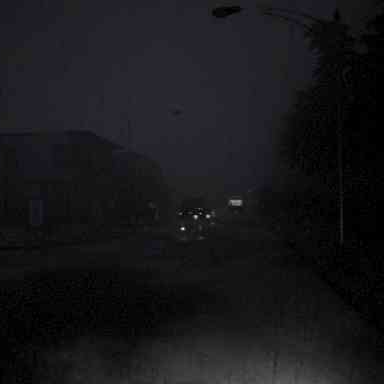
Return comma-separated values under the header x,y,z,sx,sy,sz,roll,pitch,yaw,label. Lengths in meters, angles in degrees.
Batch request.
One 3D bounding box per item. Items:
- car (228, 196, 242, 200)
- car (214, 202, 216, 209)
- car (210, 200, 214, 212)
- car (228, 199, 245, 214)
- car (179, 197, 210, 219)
x,y,z,sx,sy,sz,roll,pitch,yaw,label
6.555,1.576,49.974,2.150,2.045,5.566,-1,-1,7,car
2.702,1.970,52.588,1.812,1.442,4.674,-1,-1,8,car
1.404,1.876,42.343,1.837,1.490,4.892,-1,-1,7,car
5.231,1.877,39.097,1.895,1.301,4.718,-1,-1,7,car
0.179,1.522,32.503,2.150,2.045,5.566,-1,-1,7,car
